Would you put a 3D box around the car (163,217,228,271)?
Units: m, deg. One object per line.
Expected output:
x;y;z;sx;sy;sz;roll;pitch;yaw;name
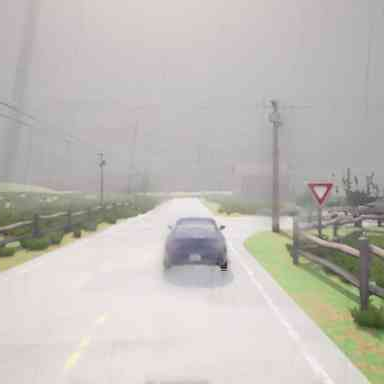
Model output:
0.137;1.526;10.833;1.812;1.442;4.674;0;0;1;car

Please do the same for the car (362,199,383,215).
14.203;1.171;22.571;4.902;1.511;2.128;-2;0;2;car
